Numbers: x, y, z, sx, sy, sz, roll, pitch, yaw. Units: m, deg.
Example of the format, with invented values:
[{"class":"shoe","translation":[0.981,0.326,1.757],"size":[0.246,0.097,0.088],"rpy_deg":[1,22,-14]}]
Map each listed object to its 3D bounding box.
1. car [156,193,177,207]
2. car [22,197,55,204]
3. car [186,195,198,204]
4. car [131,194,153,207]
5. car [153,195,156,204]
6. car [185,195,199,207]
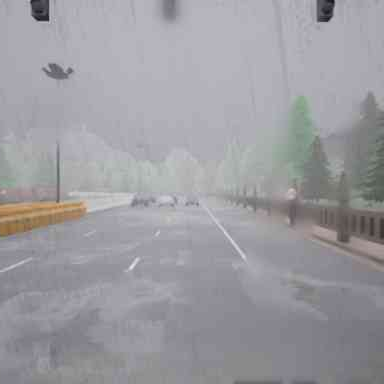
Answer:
[{"class":"car","translation":[-3.397,1.230,45.046],"size":[1.812,1.442,4.674],"rpy_deg":[0,0,1]},{"class":"car","translation":[-17.531,1.297,38.176],"size":[2.033,1.411,5.357],"rpy_deg":[0,0,1]},{"class":"car","translation":[0.009,1.180,55.899],"size":[2.033,1.411,5.357],"rpy_deg":[0,0,0]},{"class":"car","translation":[-6.993,1.051,45.866],"size":[2.097,1.767,4.553],"rpy_deg":[0,0,0]},{"class":"car","translation":[-6.991,1.138,55.900],"size":[1.837,1.490,4.892],"rpy_deg":[0,0,0]},{"class":"car","translation":[0.007,1.249,45.480],"size":[2.033,1.411,5.357],"rpy_deg":[0,0,0]}]
